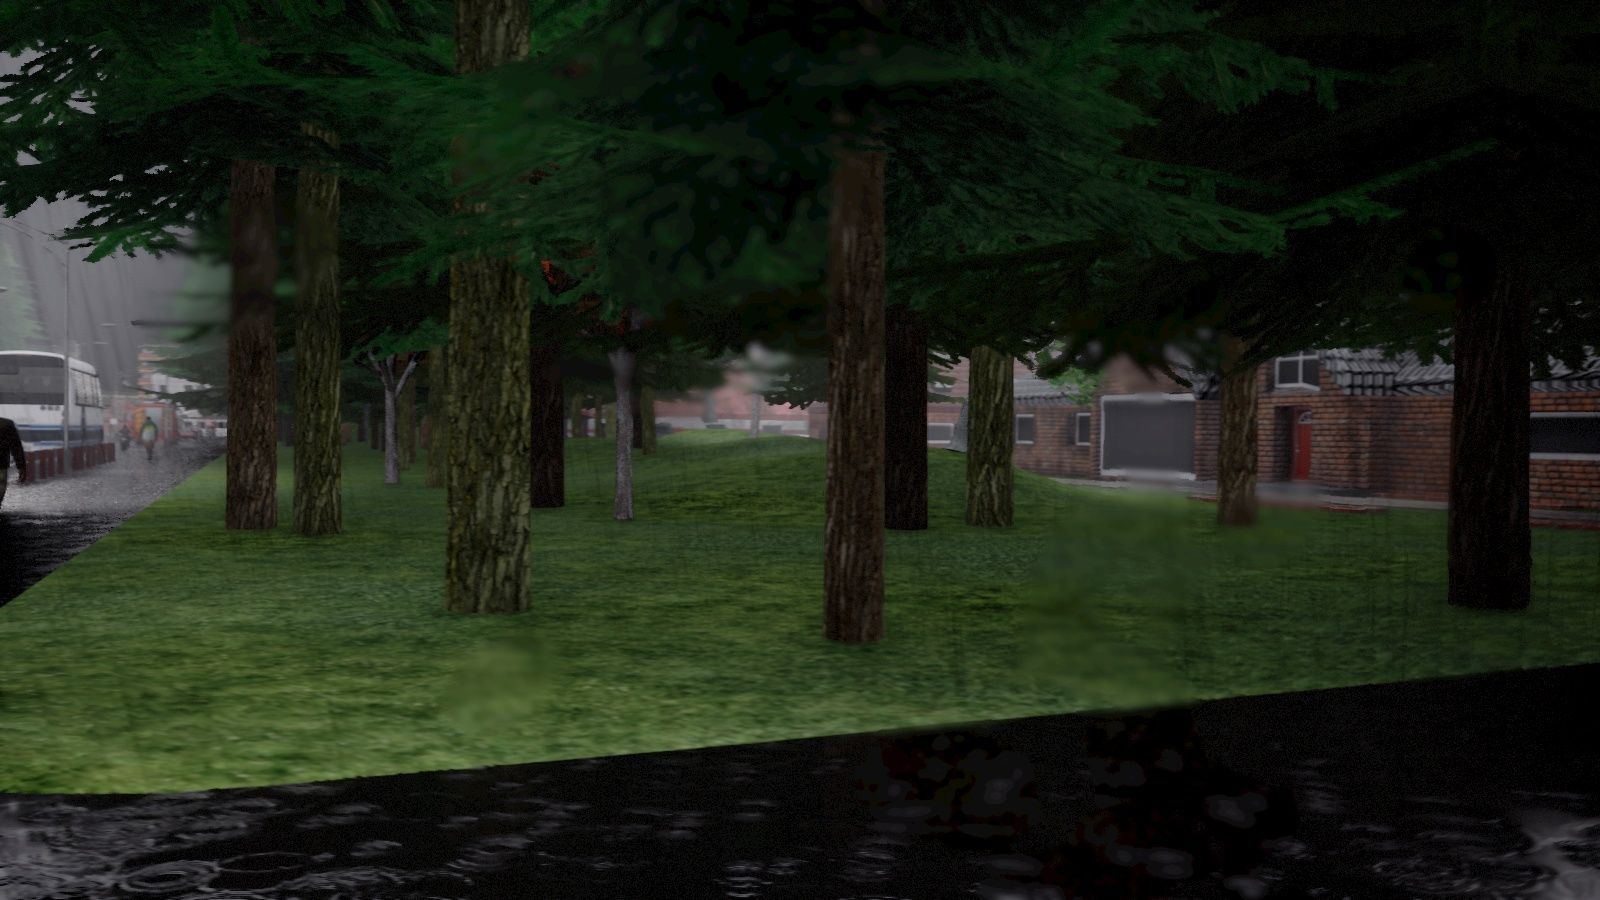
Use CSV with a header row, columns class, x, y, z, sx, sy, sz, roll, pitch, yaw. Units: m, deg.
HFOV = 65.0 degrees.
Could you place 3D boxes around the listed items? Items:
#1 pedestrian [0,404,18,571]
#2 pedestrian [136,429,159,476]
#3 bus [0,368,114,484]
class,x,y,z,sx,sy,sz,roll,pitch,yaw
pedestrian,-9.116,0.417,14.141,0.431,1.840,0.703,-1,1,-26
pedestrian,-27.523,0.090,52.973,0.659,1.952,0.873,-1,1,-42
bus,-30.637,-0.933,50.942,3.944,4.253,10.273,-1,1,-23
